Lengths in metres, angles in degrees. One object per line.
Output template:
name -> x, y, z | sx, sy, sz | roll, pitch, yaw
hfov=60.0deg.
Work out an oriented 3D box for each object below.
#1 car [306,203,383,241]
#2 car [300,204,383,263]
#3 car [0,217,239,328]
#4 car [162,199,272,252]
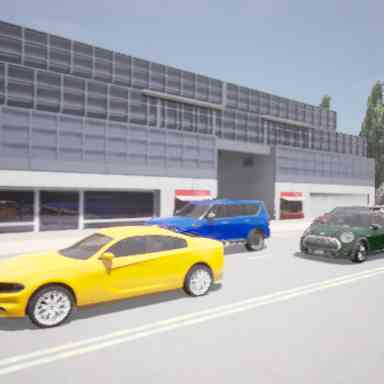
car -> 8.785, 1.579, 18.820 | 4.553, 1.767, 2.097 | 1, -1, -35
car -> 6.188, 1.507, 12.686 | 4.553, 1.767, 2.097 | 1, -1, -35
car -> -1.528, 1.511, 7.199 | 5.008, 1.535, 1.882 | 1, -1, -35
car -> 0.714, 1.321, 13.091 | 5.566, 2.045, 2.150 | 1, -1, -35
